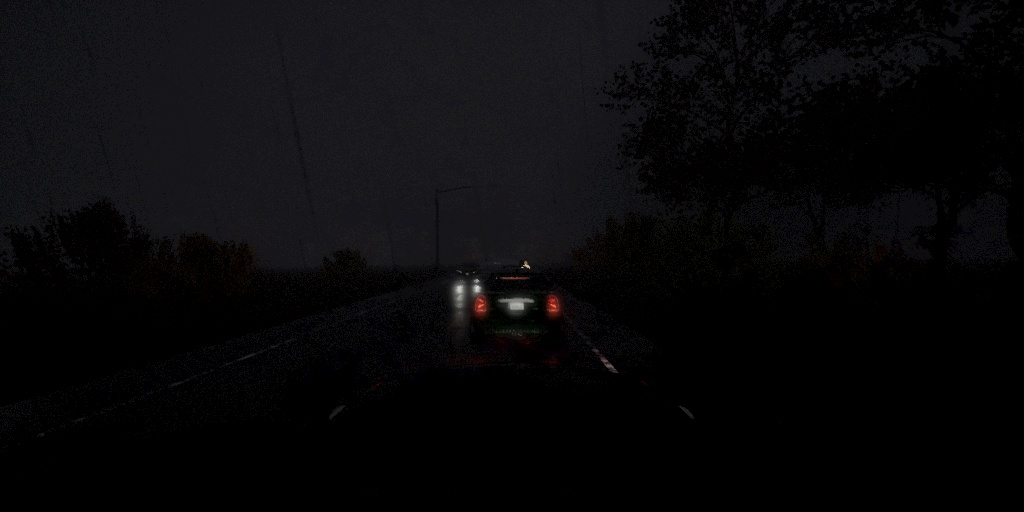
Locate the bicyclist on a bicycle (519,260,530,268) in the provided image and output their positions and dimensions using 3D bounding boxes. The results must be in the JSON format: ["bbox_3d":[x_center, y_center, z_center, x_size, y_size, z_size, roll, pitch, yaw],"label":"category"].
[{"bbox_3d":[0.977,1.177,25.610,0.866,1.612,1.509,0,0,1],"label":"bicyclist on a bicycle"}]

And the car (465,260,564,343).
[{"bbox_3d":[0.114,1.099,9.787,2.097,1.767,4.553,0,0,0],"label":"car"}]

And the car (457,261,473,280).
[{"bbox_3d":[-3.601,1.244,31.457,1.837,1.490,4.892,0,0,0],"label":"car"}]
